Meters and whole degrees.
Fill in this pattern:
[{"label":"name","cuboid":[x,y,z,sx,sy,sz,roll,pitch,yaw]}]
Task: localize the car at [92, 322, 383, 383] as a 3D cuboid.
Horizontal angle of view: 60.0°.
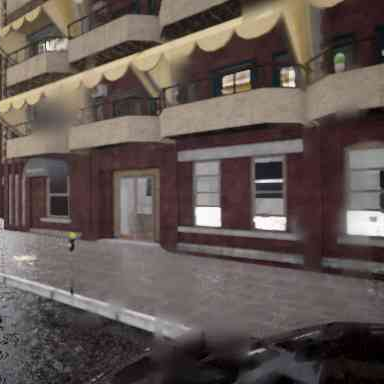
[{"label":"car","cuboid":[1.070,1.566,1.966,4.313,1.339,1.947,0,-1,35]}]
